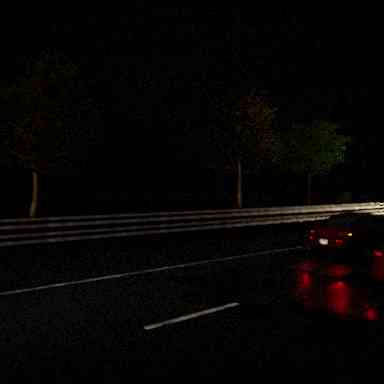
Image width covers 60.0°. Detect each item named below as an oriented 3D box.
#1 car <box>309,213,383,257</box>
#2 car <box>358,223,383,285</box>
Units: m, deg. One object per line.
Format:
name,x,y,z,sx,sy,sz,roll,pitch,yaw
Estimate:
car,6.324,1.503,12.559,4.674,1.442,1.812,0,0,-36
car,6.209,1.547,8.175,4.181,1.385,1.994,0,0,-36
